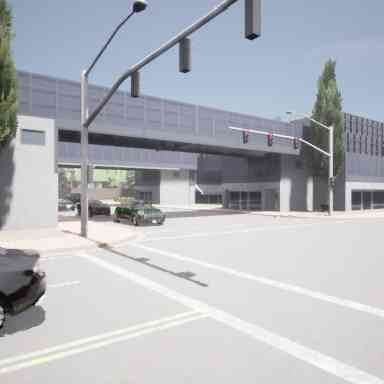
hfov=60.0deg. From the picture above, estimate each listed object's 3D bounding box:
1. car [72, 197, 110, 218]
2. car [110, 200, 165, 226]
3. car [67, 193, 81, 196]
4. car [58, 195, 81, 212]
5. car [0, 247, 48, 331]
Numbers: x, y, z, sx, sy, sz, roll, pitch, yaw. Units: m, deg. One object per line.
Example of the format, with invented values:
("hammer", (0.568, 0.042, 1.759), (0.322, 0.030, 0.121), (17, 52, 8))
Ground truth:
("car", (-9.220, 1.478, 31.038), (1.882, 1.535, 5.008), (0, 0, -36))
("car", (-3.771, 1.352, 23.552), (2.097, 1.767, 4.553), (0, 0, -36))
("car", (-21.718, 1.225, 60.427), (2.150, 2.045, 5.566), (0, 0, -36))
("car", (-15.299, 1.491, 39.394), (2.128, 1.511, 4.902), (0, 0, -36))
("car", (-4.776, 1.491, 4.864), (4.902, 1.511, 2.128), (0, 0, -35))
